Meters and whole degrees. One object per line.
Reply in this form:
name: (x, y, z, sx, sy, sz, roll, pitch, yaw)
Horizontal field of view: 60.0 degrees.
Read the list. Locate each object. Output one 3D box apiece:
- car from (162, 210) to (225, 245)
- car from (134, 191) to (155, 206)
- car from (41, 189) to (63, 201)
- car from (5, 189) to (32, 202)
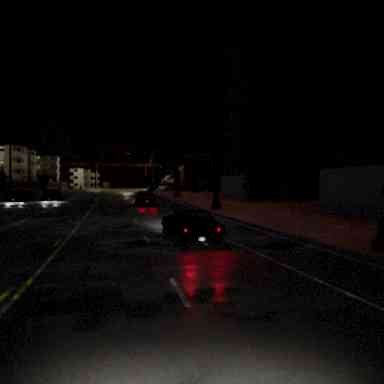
car: (-0.140, 1.438, 14.758, 1.895, 1.301, 4.718, 0, 1, -13)
car: (-5.038, 0.635, 35.501, 2.128, 1.511, 4.902, 0, 2, -13)
car: (-17.470, 0.308, 41.852, 2.033, 1.411, 5.357, 0, 2, -13)
car: (-20.582, 0.369, 39.746, 2.033, 1.411, 5.357, 0, 2, -13)
